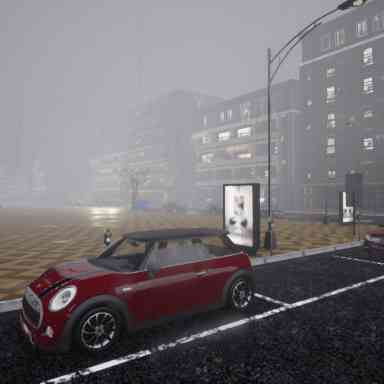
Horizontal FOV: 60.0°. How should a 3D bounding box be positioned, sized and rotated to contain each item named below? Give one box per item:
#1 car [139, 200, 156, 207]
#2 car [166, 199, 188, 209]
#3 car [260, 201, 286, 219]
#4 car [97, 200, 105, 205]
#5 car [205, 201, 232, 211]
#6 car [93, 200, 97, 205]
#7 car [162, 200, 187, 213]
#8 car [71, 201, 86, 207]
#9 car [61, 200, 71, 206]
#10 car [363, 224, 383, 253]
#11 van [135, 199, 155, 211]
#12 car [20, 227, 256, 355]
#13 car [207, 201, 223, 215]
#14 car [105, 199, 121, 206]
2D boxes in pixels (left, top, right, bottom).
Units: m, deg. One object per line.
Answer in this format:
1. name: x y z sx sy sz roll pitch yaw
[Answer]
1. car: -9.256 2.424 68.775 1.802 1.307 4.206 -2 0 -36
2. car: -2.647 2.118 59.812 1.967 1.590 4.097 -2 0 -36
3. car: 7.025 1.887 32.345 2.008 1.369 4.403 -2 0 -36
4. car: -22.473 2.736 86.706 1.947 1.339 4.313 -2 0 -36
5. car: 4.025 2.096 50.891 1.802 1.307 4.206 -2 0 -36
6. car: -25.778 2.797 91.189 1.887 1.381 4.507 -2 0 -36
7. car: -2.431 2.114 45.250 1.887 1.381 4.507 -2 0 -36
8. car: -25.915 2.703 77.252 2.008 1.369 4.403 -2 0 -36
9. car: -32.524 2.861 86.218 1.887 1.381 4.507 -2 0 -36
10. car: 8.138 1.581 12.508 4.206 1.307 1.802 0 0 -36
11. van: -7.411 2.034 52.093 1.690 1.788 3.998 -2 0 -36
12. car: -0.809 1.440 6.013 4.097 1.590 1.967 0 0 -36
13. car: 3.720 1.968 36.828 2.008 1.369 4.403 -2 0 -36
14. car: -19.172 2.528 82.223 1.967 1.590 4.097 -2 0 -36
